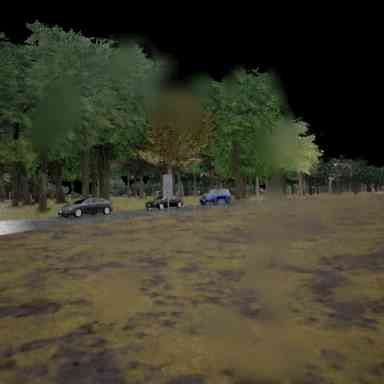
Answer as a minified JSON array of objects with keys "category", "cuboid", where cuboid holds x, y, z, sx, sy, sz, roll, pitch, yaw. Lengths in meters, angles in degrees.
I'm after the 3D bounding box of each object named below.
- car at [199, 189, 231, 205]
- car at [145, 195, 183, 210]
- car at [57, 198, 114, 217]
[{"category":"car","cuboid":[3.165,0.645,44.668,2.150,2.045,5.566,-3,0,35]},{"category":"car","cuboid":[-2.953,1.065,36.017,1.882,1.535,5.008,-3,-1,35]},{"category":"car","cuboid":[-8.795,1.252,27.756,1.837,1.490,4.892,-3,-1,35]}]
